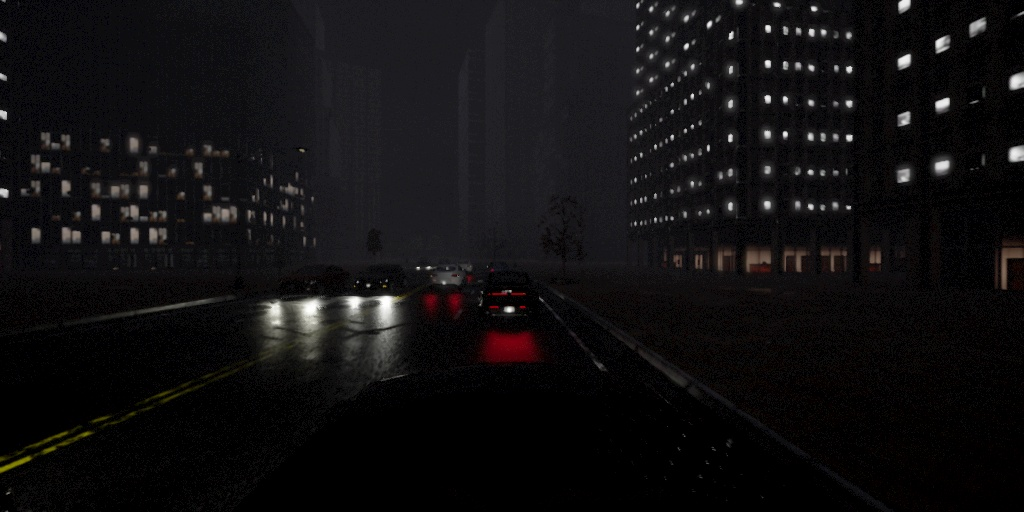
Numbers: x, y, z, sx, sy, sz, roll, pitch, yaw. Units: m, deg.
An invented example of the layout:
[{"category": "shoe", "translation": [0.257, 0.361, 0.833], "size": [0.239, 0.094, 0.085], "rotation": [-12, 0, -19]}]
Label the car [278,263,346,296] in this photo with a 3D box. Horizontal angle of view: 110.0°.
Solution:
[{"category": "car", "translation": [-10.365, 1.166, 19.153], "size": [1.882, 1.535, 5.008], "rotation": [0, 0, -3]}]

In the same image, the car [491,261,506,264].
[{"category": "car", "translation": [-1.182, 1.178, 31.121], "size": [2.033, 1.411, 5.357], "rotation": [0, 0, -5]}]

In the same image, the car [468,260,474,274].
[{"category": "car", "translation": [-5.033, 1.132, 37.407], "size": [1.812, 1.442, 4.674], "rotation": [0, 0, -6]}]

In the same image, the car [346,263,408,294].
[{"category": "car", "translation": [-7.153, 1.187, 19.934], "size": [1.837, 1.490, 4.892], "rotation": [0, 0, -3]}]

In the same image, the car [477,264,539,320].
[{"category": "car", "translation": [-0.145, 1.213, 12.359], "size": [1.837, 1.490, 4.892], "rotation": [0, 1, -2]}]

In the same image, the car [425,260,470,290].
[{"category": "car", "translation": [-3.793, 1.198, 21.679], "size": [1.812, 1.442, 4.674], "rotation": [0, 0, -3]}]

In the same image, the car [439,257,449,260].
[{"category": "car", "translation": [-11.573, 1.001, 60.976], "size": [2.128, 1.511, 4.902], "rotation": [0, 0, -9]}]

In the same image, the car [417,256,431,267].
[{"category": "car", "translation": [-14.768, 0.867, 60.374], "size": [2.097, 1.767, 4.553], "rotation": [0, 0, -9]}]
